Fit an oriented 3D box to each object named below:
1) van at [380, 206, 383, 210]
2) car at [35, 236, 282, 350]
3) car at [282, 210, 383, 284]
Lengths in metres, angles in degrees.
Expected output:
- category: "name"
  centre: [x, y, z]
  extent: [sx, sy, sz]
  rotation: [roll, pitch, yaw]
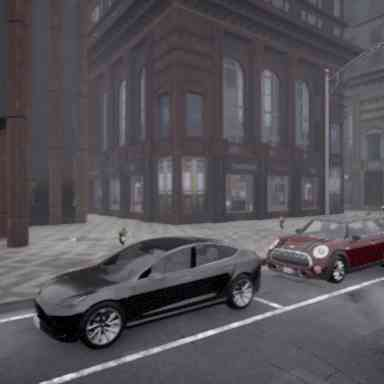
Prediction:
- category: "van"
  centre: [8.624, 1.342, 12.805]
  extent: [3.998, 1.788, 1.690]
  rotation: [0, 0, -36]
- category: "car"
  centre: [-0.553, 1.566, 6.257]
  extent: [4.313, 1.339, 1.947]
  rotation: [0, 0, -36]
- category: "car"
  centre: [4.036, 1.440, 9.531]
  extent: [4.097, 1.590, 1.967]
  rotation: [0, 0, -36]
